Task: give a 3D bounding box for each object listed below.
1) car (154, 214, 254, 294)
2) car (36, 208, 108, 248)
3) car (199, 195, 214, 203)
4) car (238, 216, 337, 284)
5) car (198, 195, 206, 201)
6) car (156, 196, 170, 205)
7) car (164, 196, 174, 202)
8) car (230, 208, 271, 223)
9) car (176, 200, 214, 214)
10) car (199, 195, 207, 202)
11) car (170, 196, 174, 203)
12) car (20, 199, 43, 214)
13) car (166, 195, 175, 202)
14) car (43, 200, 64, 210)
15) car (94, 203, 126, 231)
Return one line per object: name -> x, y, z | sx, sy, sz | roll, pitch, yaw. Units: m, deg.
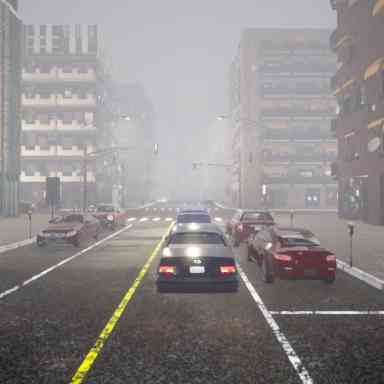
car -> 0.101, 1.550, 8.948 | 2.033, 1.411, 5.357 | 0, 0, 0
car -> -5.309, 1.585, 14.821 | 1.802, 1.307, 4.206 | 1, 0, 0
car -> 2.582, 1.560, 52.941 | 2.008, 1.369, 4.403 | 1, 0, 0
car -> 2.575, 1.584, 9.293 | 1.802, 1.307, 4.206 | 1, 0, 0
car -> 2.588, 1.563, 86.967 | 2.008, 1.369, 4.403 | 1, 0, 0
car -> -5.297, 1.535, 58.414 | 1.752, 1.417, 4.829 | 1, 0, 0
car -> -5.294, 1.577, 75.597 | 1.947, 1.339, 4.313 | 1, 0, 0
car -> 2.578, 1.444, 14.842 | 1.967, 1.590, 4.097 | 1, 0, 0
car -> 0.096, 1.482, 19.590 | 1.882, 1.535, 5.008 | 0, 0, 0
car -> 2.587, 1.556, 81.296 | 1.887, 1.381, 4.507 | 1, 0, 0
car -> -5.295, 1.536, 69.756 | 1.752, 1.417, 4.829 | 1, 0, 0
car -> -17.557, 1.241, 31.884 | 5.009, 1.841, 2.192 | 0, -1, 0
car -> -5.293, 1.556, 81.267 | 1.887, 1.381, 4.507 | 1, 0, 0
car -> -17.617, 1.591, 39.760 | 4.313, 1.339, 1.947 | 0, -1, 0
car -> -5.310, 1.445, 20.371 | 1.967, 1.590, 4.097 | 1, 0, 0
